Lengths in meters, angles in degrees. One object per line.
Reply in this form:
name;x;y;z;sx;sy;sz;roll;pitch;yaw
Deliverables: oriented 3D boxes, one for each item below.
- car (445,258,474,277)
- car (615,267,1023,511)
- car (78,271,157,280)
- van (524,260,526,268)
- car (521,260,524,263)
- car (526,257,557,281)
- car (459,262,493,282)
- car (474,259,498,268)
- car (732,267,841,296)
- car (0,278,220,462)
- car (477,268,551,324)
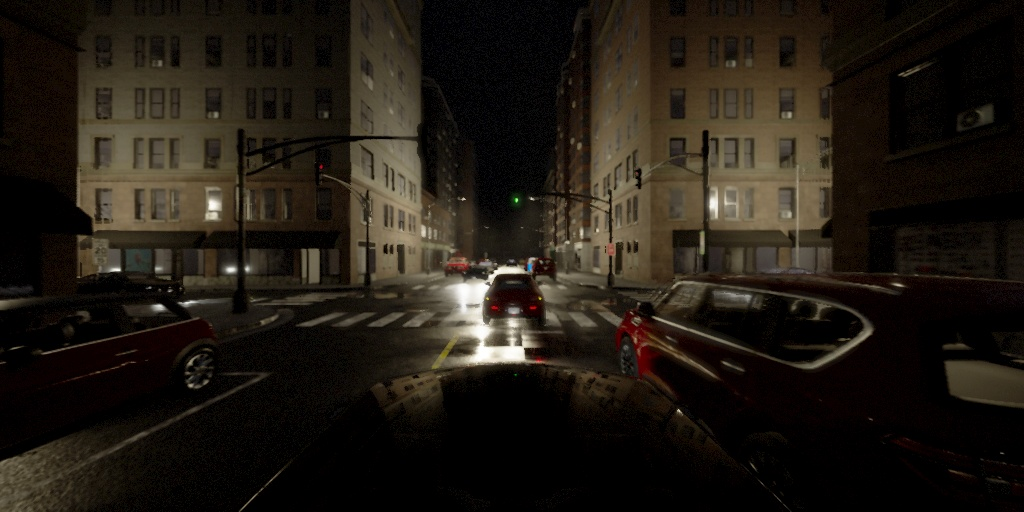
car;-5.455;1.090;36.224;2.192;1.841;5.009;0;0;0
car;2.635;1.066;3.673;2.192;1.841;5.009;0;0;0
car;-17.130;1.373;15.870;4.181;1.385;1.994;0;0;0
van;2.650;1.120;41.737;1.690;1.789;3.998;0;0;0
car;2.640;1.098;47.241;2.192;1.841;5.009;0;0;0
car;2.670;1.086;30.729;2.192;1.841;5.009;0;0;0
car;-2.879;1.372;29.562;1.895;1.301;4.718;0;0;0
car;-2.887;1.326;39.926;2.033;1.411;5.357;0;0;0
car;14.228;1.285;18.782;4.181;1.385;1.994;0;0;-1
car;-5.390;1.191;3.664;1.967;1.591;4.097;0;0;0
car;0.060;1.281;11.828;1.812;1.442;4.674;0;0;0
